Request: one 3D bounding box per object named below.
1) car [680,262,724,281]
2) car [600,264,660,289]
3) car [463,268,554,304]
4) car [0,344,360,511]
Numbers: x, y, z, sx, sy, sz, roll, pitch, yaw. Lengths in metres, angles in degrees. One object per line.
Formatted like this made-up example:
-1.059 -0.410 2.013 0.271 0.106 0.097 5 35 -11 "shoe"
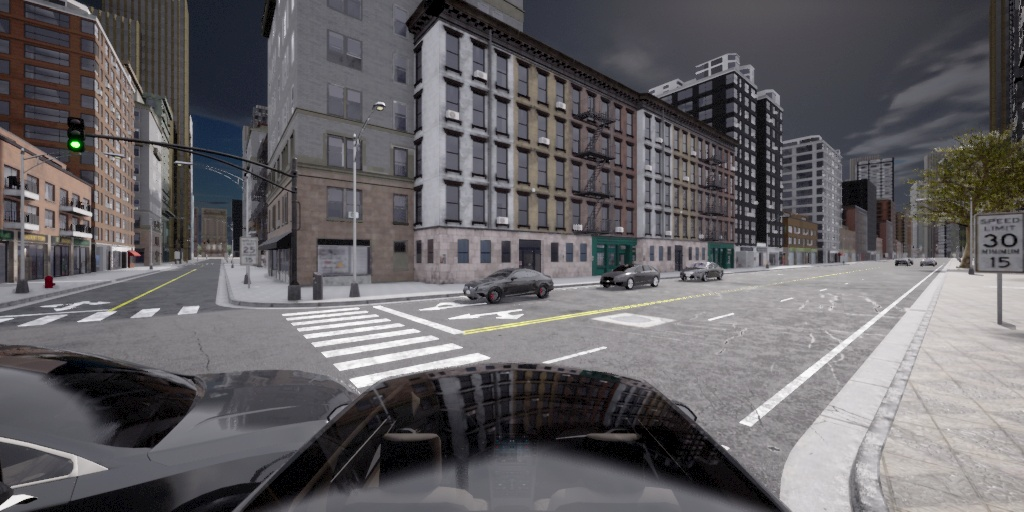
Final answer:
15.633 1.235 29.451 4.902 1.511 2.128 0 0 -39 "car"
7.629 1.258 22.972 4.892 1.490 1.837 0 0 -39 "car"
-0.056 1.286 16.740 4.674 1.442 1.812 0 0 -39 "car"
-3.224 1.257 1.765 4.892 1.490 1.837 0 0 -35 "car"
